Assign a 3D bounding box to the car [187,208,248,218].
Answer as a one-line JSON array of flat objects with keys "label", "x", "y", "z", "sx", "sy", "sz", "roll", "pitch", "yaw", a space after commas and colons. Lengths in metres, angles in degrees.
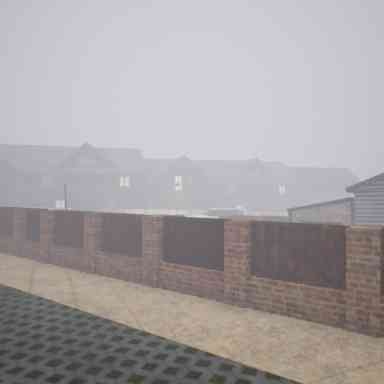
[{"label": "car", "x": 2.095, "y": 2.303, "z": 27.204, "sx": 5.566, "sy": 2.045, "sz": 2.150, "roll": 2, "pitch": -2, "yaw": -22}]
